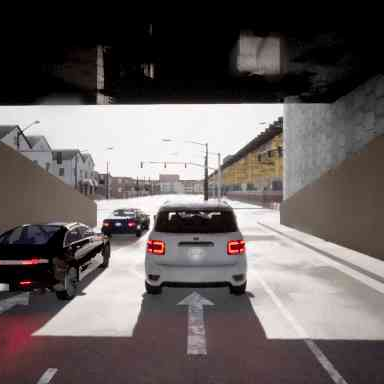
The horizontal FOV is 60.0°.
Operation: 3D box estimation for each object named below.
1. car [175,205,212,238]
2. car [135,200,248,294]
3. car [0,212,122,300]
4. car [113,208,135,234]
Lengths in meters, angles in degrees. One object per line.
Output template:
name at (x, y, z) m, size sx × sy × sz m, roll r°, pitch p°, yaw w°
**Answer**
car at (0.063, 1.526, 18.469) m, size 1.812 × 1.442 × 4.674 m, roll 0°, pitch 0°, yaw 0°
car at (0.085, 1.221, 8.905) m, size 2.150 × 2.045 × 5.566 m, roll 0°, pitch 0°, yaw 0°
car at (-3.420, 1.491, 8.382) m, size 2.128 × 1.511 × 4.902 m, roll 0°, pitch 0°, yaw 0°
car at (-3.417, 1.547, 17.931) m, size 2.033 × 1.411 × 5.357 m, roll 0°, pitch 0°, yaw 0°
